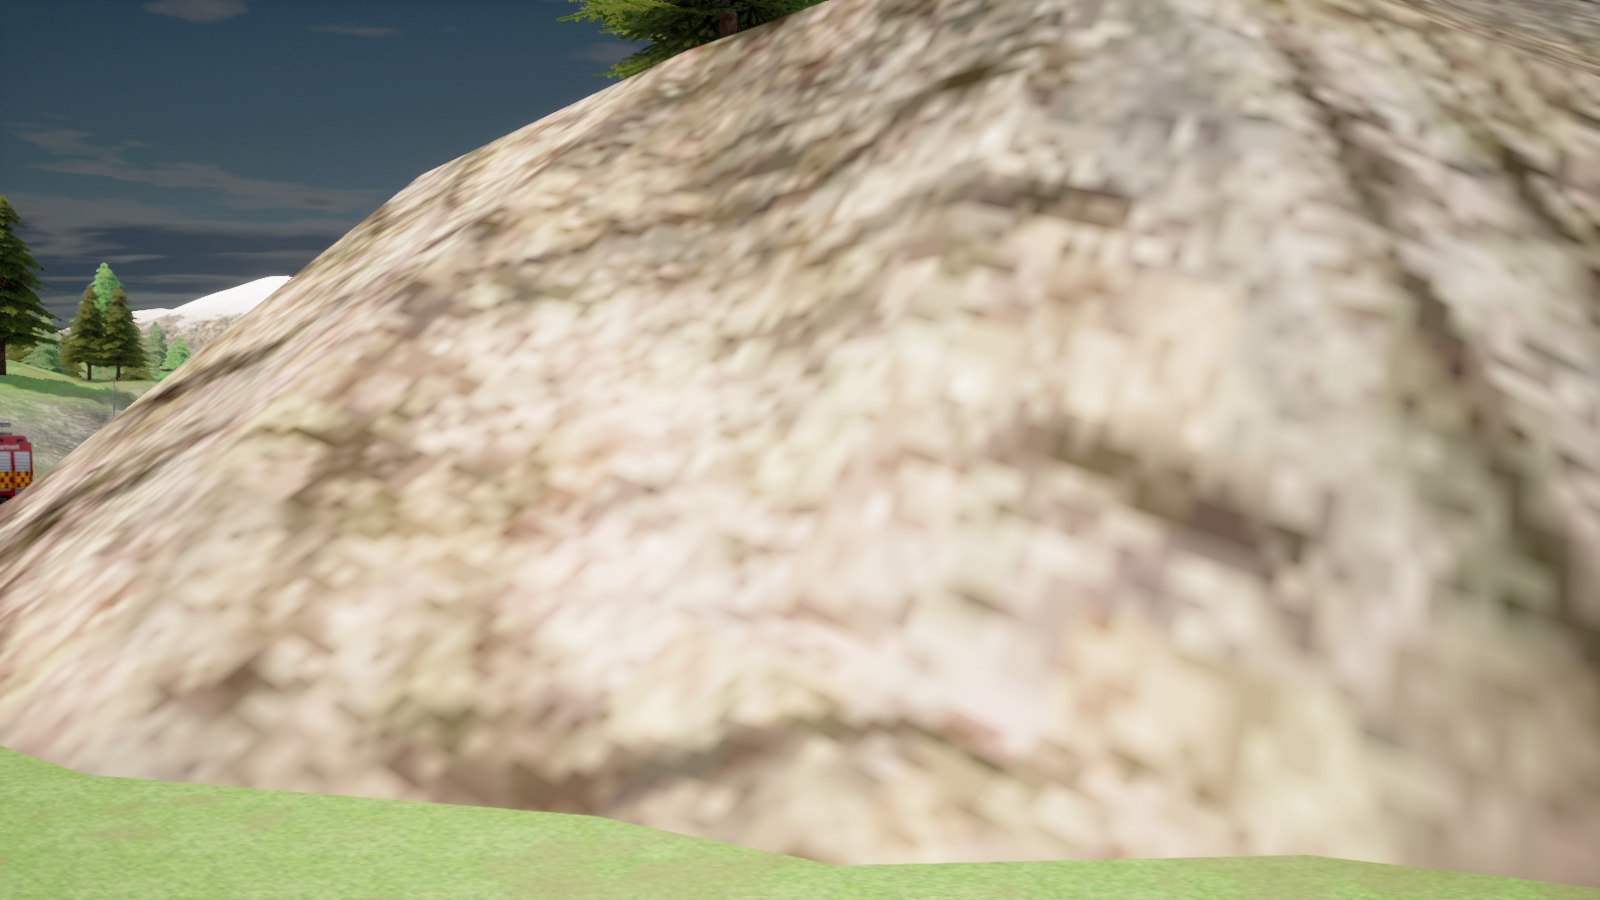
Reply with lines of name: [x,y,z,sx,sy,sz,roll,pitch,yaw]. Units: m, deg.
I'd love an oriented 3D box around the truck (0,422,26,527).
truck: [-30.627,0.893,38.744,2.891,3.827,8.468,0,0,1]
